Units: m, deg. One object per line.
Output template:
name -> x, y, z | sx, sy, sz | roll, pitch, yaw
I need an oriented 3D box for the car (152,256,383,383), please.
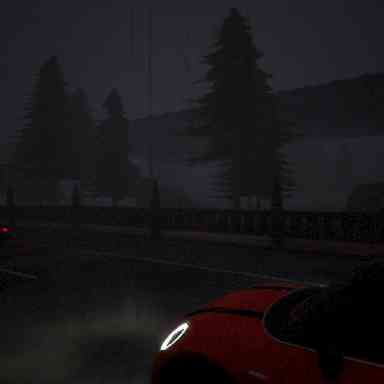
car -> 1.821, 1.353, 2.693 | 4.553, 1.767, 2.097 | -1, 0, 36

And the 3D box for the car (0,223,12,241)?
car -> -10.436, 1.703, 14.970 | 5.357, 1.411, 2.033 | -1, 0, 30
